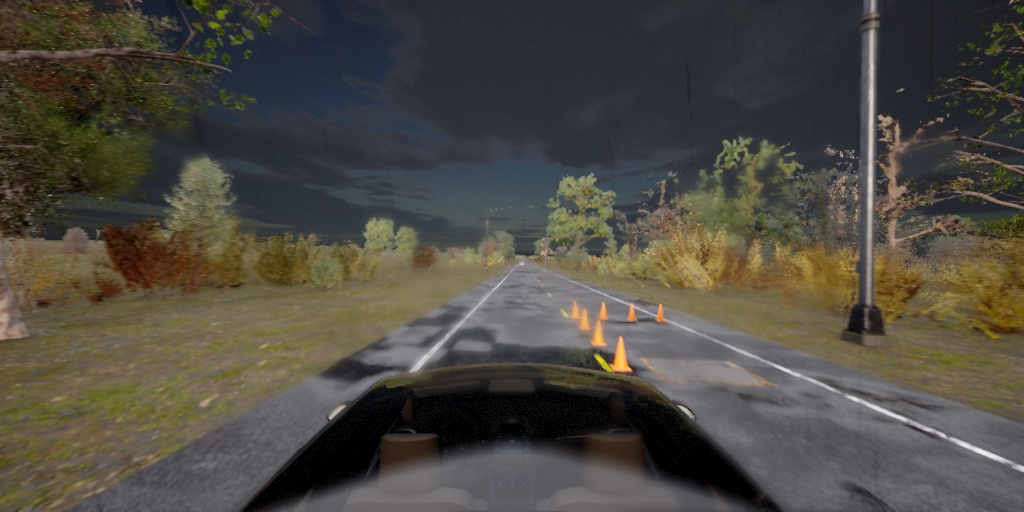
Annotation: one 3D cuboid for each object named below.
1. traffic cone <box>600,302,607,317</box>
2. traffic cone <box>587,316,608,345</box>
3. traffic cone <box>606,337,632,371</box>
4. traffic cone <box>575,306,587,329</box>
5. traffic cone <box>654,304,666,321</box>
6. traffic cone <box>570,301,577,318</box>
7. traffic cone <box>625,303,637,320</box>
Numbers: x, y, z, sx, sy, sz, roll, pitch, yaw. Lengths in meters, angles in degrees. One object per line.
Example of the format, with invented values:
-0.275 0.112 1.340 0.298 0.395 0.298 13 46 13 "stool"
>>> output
3.243 1.932 12.750 0.340 0.580 0.340 0 0 2 "traffic cone"
2.113 1.852 8.786 0.340 0.580 0.340 0 0 2 "traffic cone"
2.047 1.825 6.787 0.340 0.580 0.340 0 0 2 "traffic cone"
2.178 1.878 10.785 0.340 0.580 0.340 0 0 2 "traffic cone"
5.240 1.986 12.684 0.340 0.580 0.340 0 0 2 "traffic cone"
2.244 1.905 12.784 0.340 0.580 0.340 0 0 2 "traffic cone"
4.242 1.959 12.718 0.340 0.580 0.340 0 0 2 "traffic cone"
